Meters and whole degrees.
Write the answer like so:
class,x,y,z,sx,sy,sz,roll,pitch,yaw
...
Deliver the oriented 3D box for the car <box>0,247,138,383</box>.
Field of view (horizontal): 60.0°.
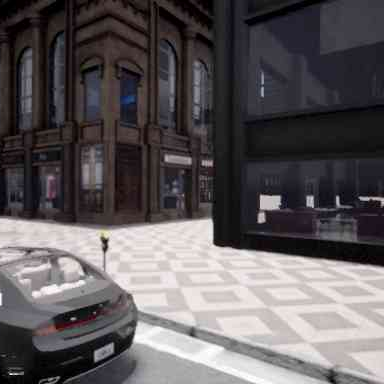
class,x,y,z,sx,sy,sz,roll,pitch,yaw
car,-2.740,1.500,4.919,4.403,1.369,2.008,1,0,36
